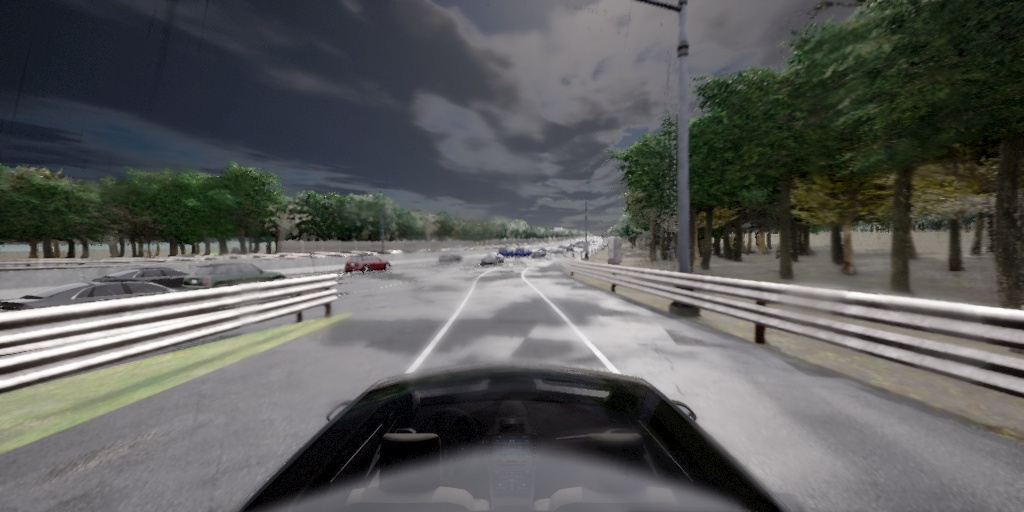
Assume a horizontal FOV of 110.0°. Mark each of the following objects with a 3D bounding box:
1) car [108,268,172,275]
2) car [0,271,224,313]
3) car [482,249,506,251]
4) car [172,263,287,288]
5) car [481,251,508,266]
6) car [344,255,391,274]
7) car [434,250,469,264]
[{"bbox_3d":[-18.199,1.332,18.523,1.837,1.490,4.892,0,2,17],"label":"car"},{"bbox_3d":[-12.919,1.520,11.903,1.837,1.490,4.892,0,2,17],"label":"car"},{"bbox_3d":[-2.884,0.124,55.663,1.812,1.442,4.674,0,2,17],"label":"car"},{"bbox_3d":[-14.392,1.160,18.981,2.097,1.767,4.553,0,2,17],"label":"car"},{"bbox_3d":[-2.426,0.491,45.487,1.994,1.385,4.181,0,2,18],"label":"car"},{"bbox_3d":[-13.459,0.687,33.741,2.097,1.767,4.553,0,2,17],"label":"car"},{"bbox_3d":[-8.400,0.295,49.813,2.128,1.511,4.902,0,2,18],"label":"car"}]
